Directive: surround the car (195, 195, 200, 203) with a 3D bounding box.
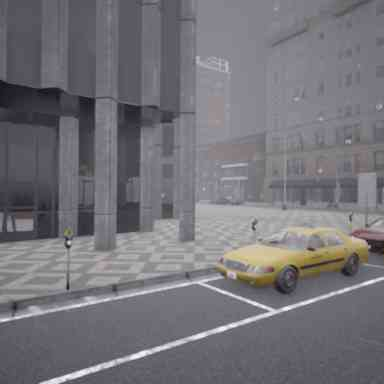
[{"bbox_3d":[-0.593,1.073,58.194,2.128,1.511,4.902,1,0,-35],"label":"car"}]

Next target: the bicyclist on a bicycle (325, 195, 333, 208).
[{"bbox_3d":[16.355,1.142,39.546,1.656,1.620,0.582,0,0,-35],"label":"bicyclist on a bicycle"}]

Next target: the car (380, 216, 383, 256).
[{"bbox_3d":[7.554,1.541,12.159,4.507,1.381,1.887,0,1,-36],"label":"car"}]

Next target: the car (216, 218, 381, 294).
[{"bbox_3d":[2.840,1.523,8.790,4.829,1.417,1.752,0,1,-36],"label":"car"}]

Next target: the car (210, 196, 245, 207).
[{"bbox_3d":[4.733,1.224,45.193,2.033,1.411,5.357,1,0,-35],"label":"car"}]
